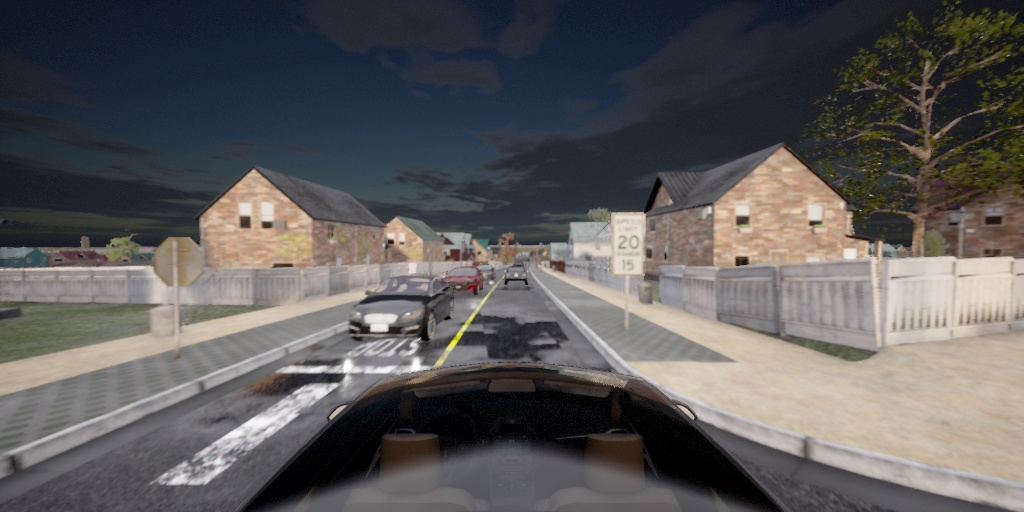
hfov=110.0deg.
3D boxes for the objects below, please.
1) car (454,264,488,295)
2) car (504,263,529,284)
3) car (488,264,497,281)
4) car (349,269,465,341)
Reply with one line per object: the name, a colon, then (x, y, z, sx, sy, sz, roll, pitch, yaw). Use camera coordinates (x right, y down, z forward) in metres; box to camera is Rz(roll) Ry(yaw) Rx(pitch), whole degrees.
car: (-2.719, 1.339, 20.899, 1.882, 1.535, 5.008, 0, 0, 1)
car: (0.346, 1.480, 28.908, 2.033, 1.411, 5.357, 0, 0, 1)
car: (-2.496, 1.494, 33.745, 1.812, 1.442, 4.674, 0, 0, 2)
car: (-2.814, 1.283, 10.099, 2.128, 1.511, 4.902, 0, 0, 0)
